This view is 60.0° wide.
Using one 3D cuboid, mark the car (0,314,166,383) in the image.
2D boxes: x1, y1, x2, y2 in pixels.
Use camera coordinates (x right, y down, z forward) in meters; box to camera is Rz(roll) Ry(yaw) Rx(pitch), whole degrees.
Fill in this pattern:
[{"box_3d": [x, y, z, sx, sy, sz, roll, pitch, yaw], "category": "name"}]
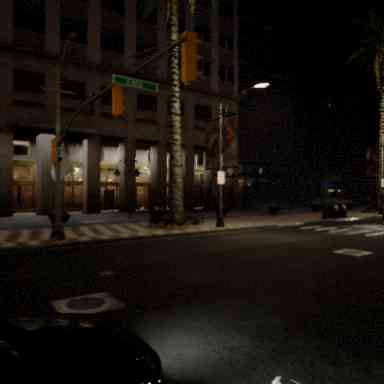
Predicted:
[{"box_3d": [-2.445, 1.504, 1.990, 4.892, 1.490, 1.837, 0, 0, -36], "category": "car"}]
